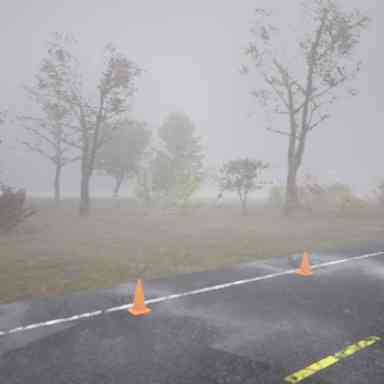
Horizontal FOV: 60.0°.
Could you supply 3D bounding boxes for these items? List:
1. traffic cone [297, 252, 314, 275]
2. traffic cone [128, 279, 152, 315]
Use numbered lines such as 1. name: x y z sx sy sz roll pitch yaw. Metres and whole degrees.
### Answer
1. traffic cone: 3.128 1.947 9.173 0.340 0.580 0.340 0 0 -35
2. traffic cone: -0.990 1.949 6.292 0.340 0.580 0.340 0 0 -35
